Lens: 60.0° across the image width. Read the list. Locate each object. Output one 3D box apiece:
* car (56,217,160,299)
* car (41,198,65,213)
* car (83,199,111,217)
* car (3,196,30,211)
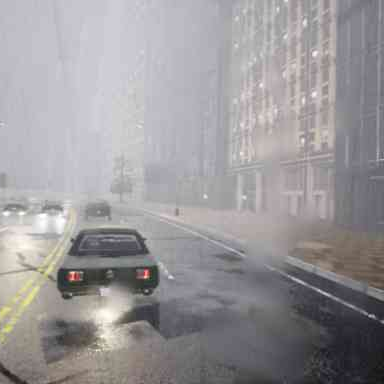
[{"bbox_3d":[-2.064,1.538,8.293,1.895,1.301,4.718,2,0,-14],"label":"car"},{"bbox_3d":[-12.990,1.223,31.249,1.895,1.301,4.718,2,0,-21],"label":"car"},{"bbox_3d":[-7.376,1.266,25.813,1.882,1.535,5.008,2,0,-19],"label":"car"},{"bbox_3d":[-16.793,1.051,32.125,2.033,1.411,5.357,2,0,-21],"label":"car"}]
